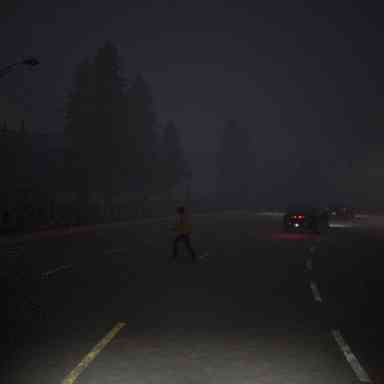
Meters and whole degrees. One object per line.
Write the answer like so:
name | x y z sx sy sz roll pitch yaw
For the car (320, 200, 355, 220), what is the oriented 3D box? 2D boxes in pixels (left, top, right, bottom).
car | 12.604 1.526 28.430 1.812 1.442 4.674 0 0 34

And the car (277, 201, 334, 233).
car | 6.855 1.505 19.734 1.837 1.490 4.892 0 0 32

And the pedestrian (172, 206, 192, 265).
pedestrian | -0.308 1.294 10.317 0.375 1.860 0.375 0 0 17

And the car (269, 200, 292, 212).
car | 10.605 1.590 38.086 2.033 1.411 5.357 0 0 35
